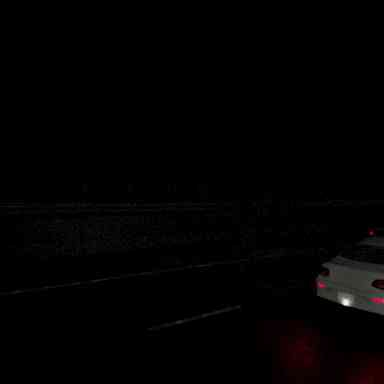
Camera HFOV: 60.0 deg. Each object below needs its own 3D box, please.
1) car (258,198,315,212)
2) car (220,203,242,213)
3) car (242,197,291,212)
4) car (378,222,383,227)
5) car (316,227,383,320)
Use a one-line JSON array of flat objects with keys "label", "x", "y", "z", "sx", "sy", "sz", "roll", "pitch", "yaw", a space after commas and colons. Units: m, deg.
[{"label": "car", "x": 7.885, "y": 1.616, "z": 26.539, "sx": 4.553, "sy": 1.767, "sz": 2.097, "roll": 1, "pitch": 0, "yaw": -34}, {"label": "car", "x": 5.312, "y": 1.822, "z": 33.269, "sx": 5.357, "sy": 1.411, "sz": 2.033, "roll": 1, "pitch": 0, "yaw": -34}, {"label": "car", "x": 7.675, "y": 1.505, "z": 30.642, "sx": 5.566, "sy": 2.045, "sz": 2.150, "roll": 1, "pitch": 0, "yaw": -34}, {"label": "car", "x": 9.915, "y": 1.821, "z": 14.952, "sx": 4.718, "sy": 1.301, "sz": 1.895, "roll": 1, "pitch": 0, "yaw": -35}, {"label": "car", "x": 4.477, "y": 1.629, "z": 6.902, "sx": 4.674, "sy": 1.442, "sz": 1.812, "roll": 1, "pitch": -1, "yaw": -35}]
